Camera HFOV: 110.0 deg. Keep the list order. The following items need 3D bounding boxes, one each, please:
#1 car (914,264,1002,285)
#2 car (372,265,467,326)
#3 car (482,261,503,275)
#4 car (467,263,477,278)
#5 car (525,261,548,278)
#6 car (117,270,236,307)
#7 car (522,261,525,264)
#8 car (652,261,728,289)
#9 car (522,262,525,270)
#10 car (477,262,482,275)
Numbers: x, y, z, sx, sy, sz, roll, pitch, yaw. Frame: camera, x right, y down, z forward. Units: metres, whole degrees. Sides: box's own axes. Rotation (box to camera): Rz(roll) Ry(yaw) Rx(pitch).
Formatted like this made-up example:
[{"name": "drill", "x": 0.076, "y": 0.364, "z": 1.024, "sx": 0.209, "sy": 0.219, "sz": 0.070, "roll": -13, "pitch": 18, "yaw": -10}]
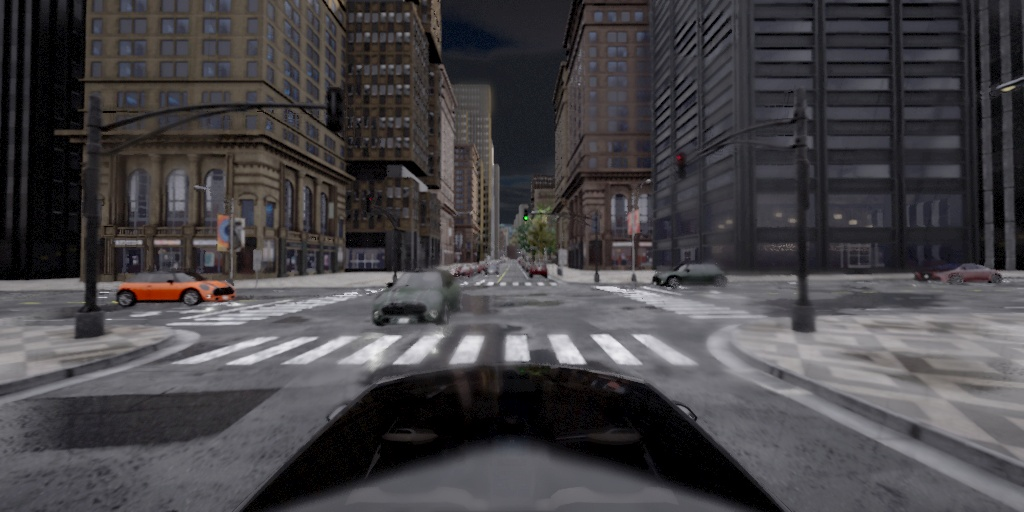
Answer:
[{"name": "car", "x": 30.107, "y": 1.199, "z": 24.314, "sx": 4.181, "sy": 1.385, "sz": 1.994, "roll": -1, "pitch": -1, "yaw": 0}, {"name": "car", "x": -2.994, "y": 1.240, "z": 12.180, "sx": 2.097, "sy": 1.767, "sz": 4.553, "roll": -1, "pitch": -1, "yaw": 0}, {"name": "car", "x": -2.687, "y": 1.884, "z": 48.963, "sx": 2.128, "sy": 1.511, "sz": 4.902, "roll": 0, "pitch": 0, "yaw": 0}, {"name": "car", "x": -5.497, "y": 1.801, "z": 41.568, "sx": 1.888, "sy": 1.381, "sz": 4.507, "roll": 0, "pitch": 0, "yaw": 0}, {"name": "car", "x": 3.028, "y": 1.570, "z": 41.514, "sx": 2.192, "sy": 1.841, "sz": 5.009, "roll": 0, "pitch": 0, "yaw": 0}, {"name": "car", "x": -16.455, "y": 1.521, "z": 17.783, "sx": 4.553, "sy": 1.767, "sz": 2.097, "roll": -1, "pitch": -1, "yaw": -1}, {"name": "car", "x": 3.175, "y": 2.022, "z": 63.848, "sx": 1.751, "sy": 1.417, "sz": 4.829, "roll": 0, "pitch": 0, "yaw": 0}, {"name": "car", "x": 11.949, "y": 1.263, "z": 24.374, "sx": 4.553, "sy": 1.767, "sz": 2.097, "roll": -1, "pitch": -1, "yaw": 0}, {"name": "car", "x": 3.137, "y": 2.006, "z": 58.136, "sx": 1.948, "sy": 1.339, "sz": 4.313, "roll": 0, "pitch": 0, "yaw": 0}, {"name": "car", "x": -5.461, "y": 1.870, "z": 47.108, "sx": 2.007, "sy": 1.370, "sz": 4.403, "roll": 0, "pitch": 0, "yaw": 0}]
